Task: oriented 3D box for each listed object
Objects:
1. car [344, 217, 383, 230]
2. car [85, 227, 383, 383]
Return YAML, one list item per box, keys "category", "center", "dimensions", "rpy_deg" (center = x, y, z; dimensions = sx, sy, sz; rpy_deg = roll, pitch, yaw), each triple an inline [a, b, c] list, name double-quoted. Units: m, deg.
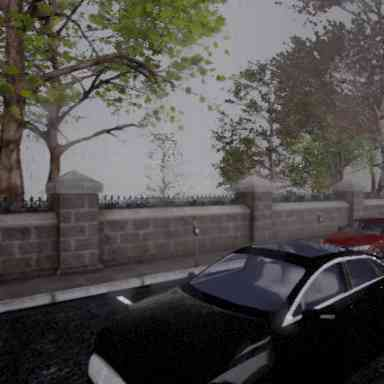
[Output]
- category: "car"
  center: [5.795, 1.501, 10.692]
  dimensions: [4.206, 1.307, 1.802]
  rpy_deg: [-1, 1, -35]
- category: "car"
  center: [1.154, 1.467, 4.262]
  dimensions: [4.902, 1.511, 2.128]
  rpy_deg: [-1, 0, -38]
